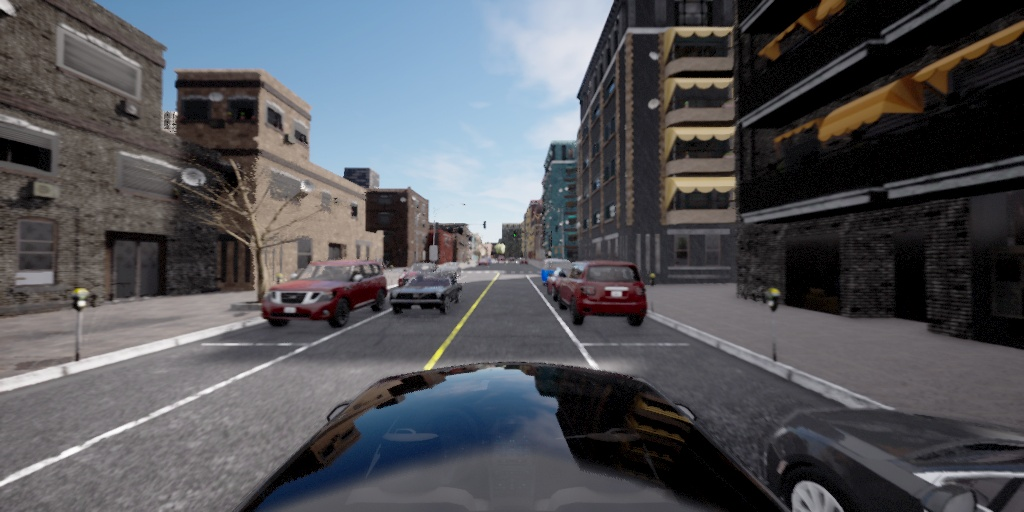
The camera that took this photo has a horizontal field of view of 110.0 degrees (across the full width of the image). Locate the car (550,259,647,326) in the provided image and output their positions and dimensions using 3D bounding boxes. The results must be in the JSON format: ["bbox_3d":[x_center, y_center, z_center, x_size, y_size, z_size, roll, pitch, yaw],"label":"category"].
[{"bbox_3d":[2.692,1.062,11.675,2.192,1.841,5.009,0,0,0],"label":"car"}]

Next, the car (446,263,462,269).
[{"bbox_3d":[-5.689,1.292,33.312,2.007,1.370,4.403,0,0,0],"label":"car"}]

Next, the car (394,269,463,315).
[{"bbox_3d":[-3.099,1.348,13.789,1.895,1.301,4.718,0,0,0],"label":"car"}]

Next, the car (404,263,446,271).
[{"bbox_3d":[-5.688,1.184,22.498,1.967,1.591,4.097,0,0,0],"label":"car"}]

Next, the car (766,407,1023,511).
[{"bbox_3d":[2.692,1.301,0.861,2.007,1.370,4.403,0,0,0],"label":"car"}]

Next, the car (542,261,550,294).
[{"bbox_3d":[2.692,1.185,17.083,1.967,1.591,4.097,0,0,0],"label":"car"}]

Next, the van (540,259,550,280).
[{"bbox_3d":[2.693,1.085,22.490,1.690,1.789,3.998,0,0,0],"label":"van"}]

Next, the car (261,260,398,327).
[{"bbox_3d":[-5.689,1.062,11.683,2.192,1.841,5.009,0,0,0],"label":"car"}]
